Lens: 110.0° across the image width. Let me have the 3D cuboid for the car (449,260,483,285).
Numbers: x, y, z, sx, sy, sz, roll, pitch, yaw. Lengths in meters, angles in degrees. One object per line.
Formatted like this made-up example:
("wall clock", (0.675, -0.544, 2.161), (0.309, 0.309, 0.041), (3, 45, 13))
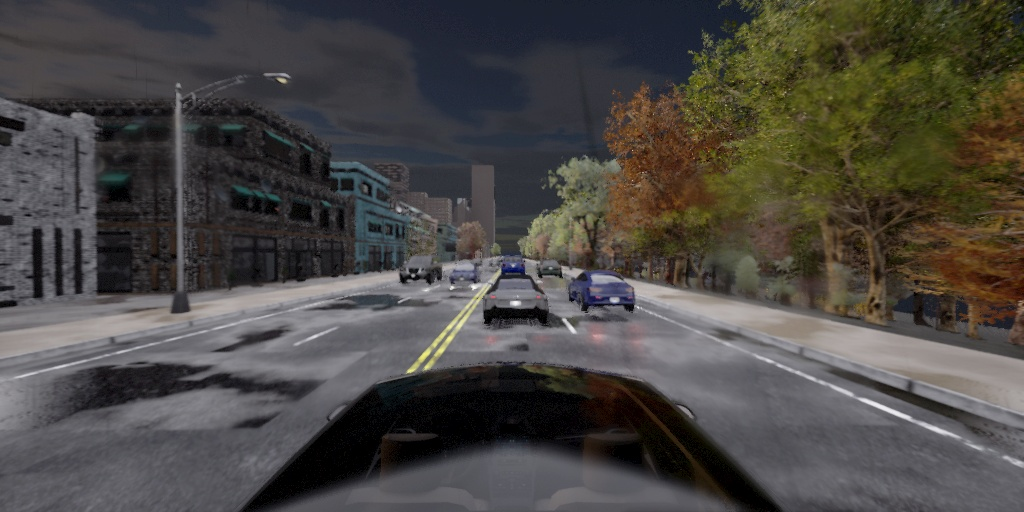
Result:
("car", (-3.347, 1.261, 26.282), (1.812, 1.442, 4.674), (0, 0, 0))

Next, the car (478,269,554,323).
("car", (0.103, 1.308, 12.159), (1.994, 1.385, 4.181), (0, 0, 0))

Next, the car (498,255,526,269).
("car", (0.107, 0.953, 33.898), (2.150, 2.045, 5.566), (0, 0, 0))

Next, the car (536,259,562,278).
("car", (3.356, 1.083, 33.124), (2.097, 1.767, 4.553), (0, 0, 0))

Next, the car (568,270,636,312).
("car", (3.364, 1.268, 14.020), (1.812, 1.442, 4.674), (0, 0, 0))

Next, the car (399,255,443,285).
("car", (-6.593, 0.959, 26.679), (2.150, 2.045, 5.566), (0, 0, 0))
